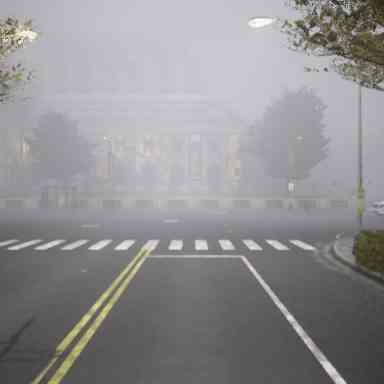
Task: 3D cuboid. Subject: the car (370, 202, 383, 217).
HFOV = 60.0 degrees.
[{"bbox_3d":[18.598,1.207,28.857,5.566,2.045,2.150,0,0,1],"label":"car"}]
